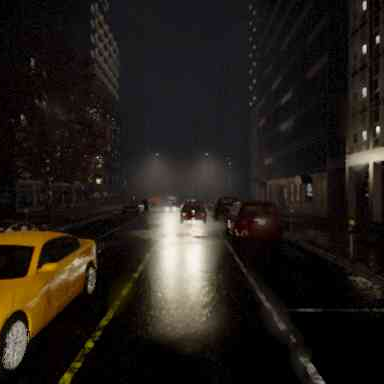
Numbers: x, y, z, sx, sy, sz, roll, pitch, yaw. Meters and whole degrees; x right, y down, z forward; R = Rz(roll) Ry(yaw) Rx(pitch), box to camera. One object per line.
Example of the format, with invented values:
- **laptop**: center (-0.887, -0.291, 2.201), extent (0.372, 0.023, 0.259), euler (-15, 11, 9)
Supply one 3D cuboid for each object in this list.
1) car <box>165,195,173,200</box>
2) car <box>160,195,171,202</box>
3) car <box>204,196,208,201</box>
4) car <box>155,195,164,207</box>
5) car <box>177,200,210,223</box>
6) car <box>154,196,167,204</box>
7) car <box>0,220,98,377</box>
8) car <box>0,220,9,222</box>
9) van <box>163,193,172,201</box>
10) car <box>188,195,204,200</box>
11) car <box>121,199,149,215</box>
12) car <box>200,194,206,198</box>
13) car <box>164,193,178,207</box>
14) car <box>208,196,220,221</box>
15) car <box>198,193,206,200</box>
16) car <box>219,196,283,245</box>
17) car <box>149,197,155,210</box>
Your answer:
- **car**: center (-5.685, 1.354, 83.540), extent (1.802, 1.307, 4.206), euler (0, 0, 0)
- **car**: center (-5.685, 1.353, 72.155), extent (1.887, 1.381, 4.507), euler (0, 0, 0)
- **car**: center (2.694, 1.435, 38.158), extent (1.752, 1.417, 4.829), euler (0, 0, 0)
- **car**: center (-5.686, 1.460, 49.385), extent (1.802, 1.307, 4.206), euler (0, 0, 0)
- **car**: center (0.101, 1.545, 24.885), extent (1.895, 1.301, 4.718), euler (0, 0, 0)
- **car**: center (-5.686, 1.394, 60.770), extent (2.008, 1.369, 4.403), euler (0, 0, 0)
- **car**: center (-3.101, 1.465, 5.731), extent (1.882, 1.535, 5.008), euler (0, 0, 0)
- **car**: center (-5.687, 1.530, 9.540), extent (2.008, 1.369, 4.403), euler (0, 0, 0)
- **van**: center (-5.684, 1.131, 77.847), extent (1.690, 1.788, 3.998), euler (0, 0, 0)
- **car**: center (0.101, 1.462, 42.179), extent (1.994, 1.385, 4.181), euler (0, 0, 0)
- **car**: center (-5.686, 1.476, 32.309), extent (2.008, 1.369, 4.403), euler (0, 0, 0)
- **car**: center (2.695, 1.392, 66.450), extent (1.947, 1.339, 4.313), euler (0, 0, 0)
- **car**: center (-3.072, 1.369, 50.018), extent (2.128, 1.511, 4.902), euler (0, 0, 0)
- **car**: center (2.695, 1.255, 26.604), extent (2.192, 1.841, 5.009), euler (0, 0, 0)
- **car**: center (2.697, 1.193, 89.216), extent (1.967, 1.590, 4.097), euler (0, 0, 0)
- **car**: center (2.695, 1.281, 15.220), extent (2.192, 1.841, 5.009), euler (0, 0, 0)
- **car**: center (-5.687, 1.476, 38.002), extent (1.947, 1.339, 4.313), euler (0, 0, 0)
